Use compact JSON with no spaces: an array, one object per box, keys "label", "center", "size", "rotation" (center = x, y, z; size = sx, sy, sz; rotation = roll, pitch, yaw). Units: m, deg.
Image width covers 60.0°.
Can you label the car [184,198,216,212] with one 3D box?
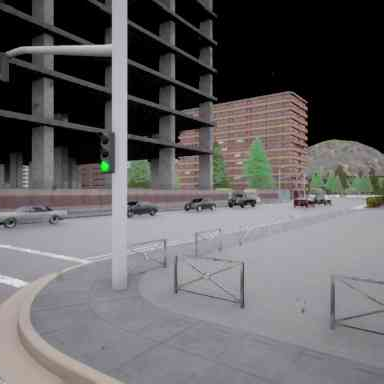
[{"label":"car","center":[0.976,1.449,38.468],"size":[1.837,1.490,4.892],"rotation":[0,0,35]}]

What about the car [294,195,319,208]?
[{"label":"car","center":[15.982,1.422,47.211],"size":[1.882,1.535,5.008],"rotation":[0,0,35]}]

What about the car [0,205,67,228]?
[{"label":"car","center":[-10.795,1.545,21.872],"size":[1.895,1.301,4.718],"rotation":[0,0,35]}]

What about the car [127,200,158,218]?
[{"label":"car","center":[-5.019,1.470,30.004],"size":[1.812,1.442,4.674],"rotation":[0,0,36]}]

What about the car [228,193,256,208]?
[{"label":"car","center":[7.200,1.166,47.180],"size":[2.150,2.045,5.566],"rotation":[0,0,35]}]

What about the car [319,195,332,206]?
[{"label":"car","center":[21.682,1.297,55.250],"size":[2.097,1.767,4.553],"rotation":[0,0,35]}]
